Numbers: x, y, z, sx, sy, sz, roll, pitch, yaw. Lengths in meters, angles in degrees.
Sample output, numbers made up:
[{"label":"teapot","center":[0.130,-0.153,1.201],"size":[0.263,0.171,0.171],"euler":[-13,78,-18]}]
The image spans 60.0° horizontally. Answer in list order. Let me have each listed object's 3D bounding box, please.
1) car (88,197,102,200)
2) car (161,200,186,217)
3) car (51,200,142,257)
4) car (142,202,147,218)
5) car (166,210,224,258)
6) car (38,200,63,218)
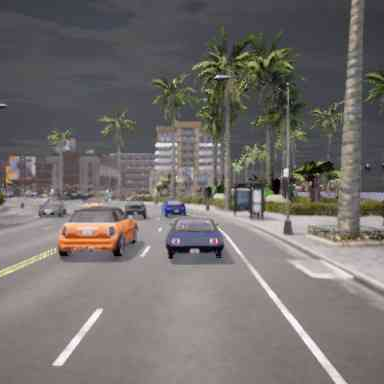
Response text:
[{"label":"car","center":[-9.714,1.334,33.175],"size":[2.097,1.767,4.553],"euler":[0,0,-16]},{"label":"car","center":[-1.785,1.461,30.917],"size":[1.882,1.535,5.008],"euler":[0,0,-11]},{"label":"car","center":[-3.449,1.345,13.025],"size":[2.097,1.767,4.553],"euler":[0,0,-1]},{"label":"car","center":[-5.074,1.489,29.519],"size":[1.837,1.490,4.892],"euler":[0,0,-11]},{"label":"car","center":[0.070,1.594,12.791],"size":[1.895,1.301,4.718],"euler":[0,0,-1]},{"label":"car","center":[-12.523,1.475,30.090],"size":[2.128,1.511,4.902],"euler":[0,0,-13]}]
